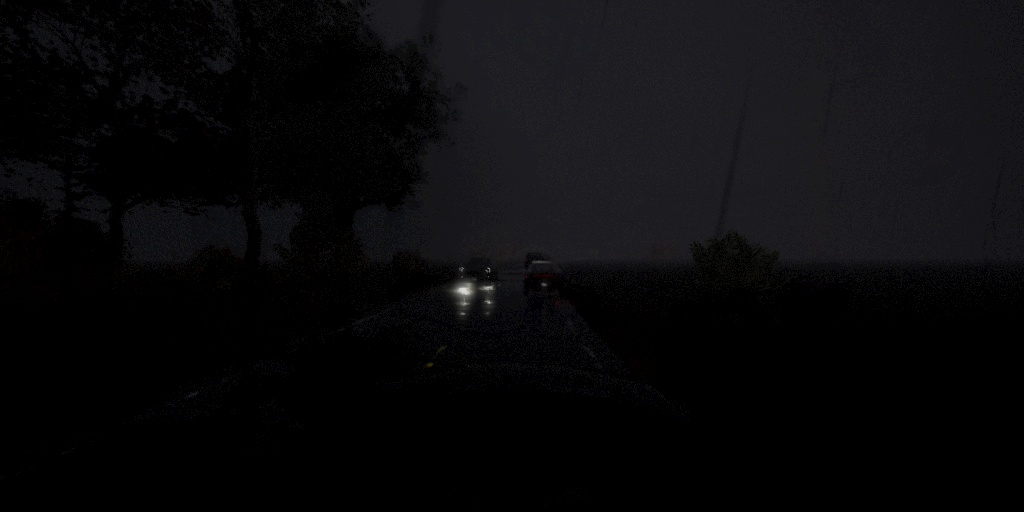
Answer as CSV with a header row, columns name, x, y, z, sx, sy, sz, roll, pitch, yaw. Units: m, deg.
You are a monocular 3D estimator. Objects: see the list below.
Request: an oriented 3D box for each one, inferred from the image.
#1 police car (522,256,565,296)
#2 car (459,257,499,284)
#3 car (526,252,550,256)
name,x,y,z,sx,sy,sz,roll,pitch,yaw
police car,1.551,1.002,18.034,1.930,1.638,5.238,0,1,3
car,-2.104,0.852,24.152,2.097,1.767,4.553,0,1,5
car,2.641,0.561,39.662,2.150,2.045,5.566,0,1,9
